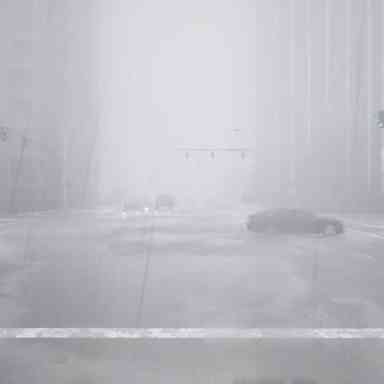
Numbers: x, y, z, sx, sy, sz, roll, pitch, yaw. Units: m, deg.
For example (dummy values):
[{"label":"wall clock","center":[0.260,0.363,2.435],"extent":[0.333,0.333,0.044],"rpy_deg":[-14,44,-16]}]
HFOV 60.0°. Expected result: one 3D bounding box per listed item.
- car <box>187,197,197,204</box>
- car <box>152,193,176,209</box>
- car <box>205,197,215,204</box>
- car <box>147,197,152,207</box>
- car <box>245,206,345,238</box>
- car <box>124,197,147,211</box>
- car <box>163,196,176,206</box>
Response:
[{"label":"car","center":[-0.067,1.601,65.539],"extent":[1.895,1.301,4.718],"rpy_deg":[0,0,0]},{"label":"car","center":[-3.644,1.221,44.346],"extent":[2.150,2.045,5.566],"rpy_deg":[0,0,0]},{"label":"car","center":[3.433,1.601,65.003],"extent":[1.895,1.301,4.718],"rpy_deg":[0,0,0]},{"label":"car","center":[-7.139,1.491,50.739],"extent":[2.128,1.511,4.902],"rpy_deg":[0,0,0]},{"label":"car","center":[5.206,1.505,16.992],"extent":[4.892,1.490,1.837],"rpy_deg":[0,0,-1]},{"label":"car","center":[-7.141,1.477,41.252],"extent":[1.882,1.535,5.008],"rpy_deg":[0,0,0]},{"label":"car","center":[-3.636,1.477,54.342],"extent":[1.882,1.535,5.008],"rpy_deg":[0,0,0]}]
